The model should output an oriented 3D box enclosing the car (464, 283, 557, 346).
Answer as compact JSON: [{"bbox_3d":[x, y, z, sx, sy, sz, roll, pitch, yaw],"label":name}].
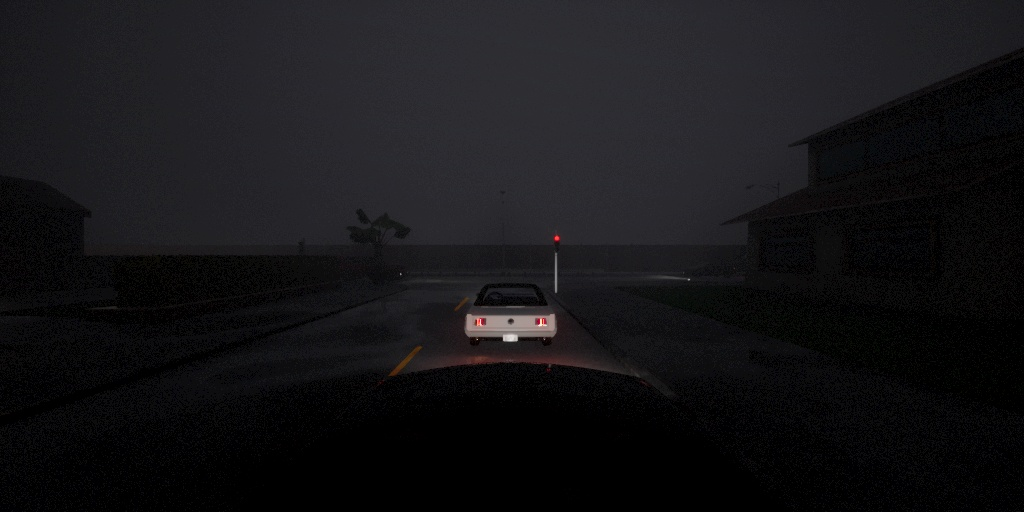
[{"bbox_3d":[-0.026,1.351,9.400,1.895,1.301,4.718,0,0,0],"label":"car"}]

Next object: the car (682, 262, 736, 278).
[{"bbox_3d":[18.248,1.276,33.291,4.674,1.442,1.812,0,0,-1],"label":"car"}]

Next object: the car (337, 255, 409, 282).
[{"bbox_3d":[-11.189,0.973,28.810,5.566,2.045,2.150,0,0,-1],"label":"car"}]
